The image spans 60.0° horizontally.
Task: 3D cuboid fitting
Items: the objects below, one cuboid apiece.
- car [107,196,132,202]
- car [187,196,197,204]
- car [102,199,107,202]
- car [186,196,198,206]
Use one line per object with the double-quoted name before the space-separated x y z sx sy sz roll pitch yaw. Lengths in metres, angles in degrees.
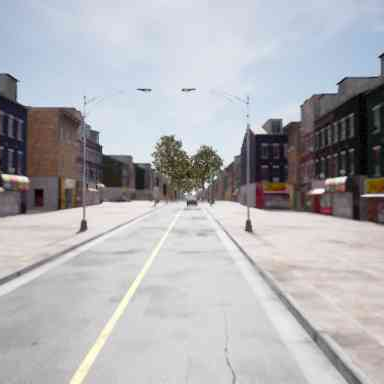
"car" -14.729 1.595 69.088 4.313 1.339 1.947 1 -2 0
"car" 0.016 1.672 69.922 1.882 1.535 5.008 0 -1 0
"car" -20.056 1.493 69.058 4.829 1.417 1.752 1 -2 0
"car" 0.015 1.628 56.191 1.837 1.490 4.892 0 0 0
